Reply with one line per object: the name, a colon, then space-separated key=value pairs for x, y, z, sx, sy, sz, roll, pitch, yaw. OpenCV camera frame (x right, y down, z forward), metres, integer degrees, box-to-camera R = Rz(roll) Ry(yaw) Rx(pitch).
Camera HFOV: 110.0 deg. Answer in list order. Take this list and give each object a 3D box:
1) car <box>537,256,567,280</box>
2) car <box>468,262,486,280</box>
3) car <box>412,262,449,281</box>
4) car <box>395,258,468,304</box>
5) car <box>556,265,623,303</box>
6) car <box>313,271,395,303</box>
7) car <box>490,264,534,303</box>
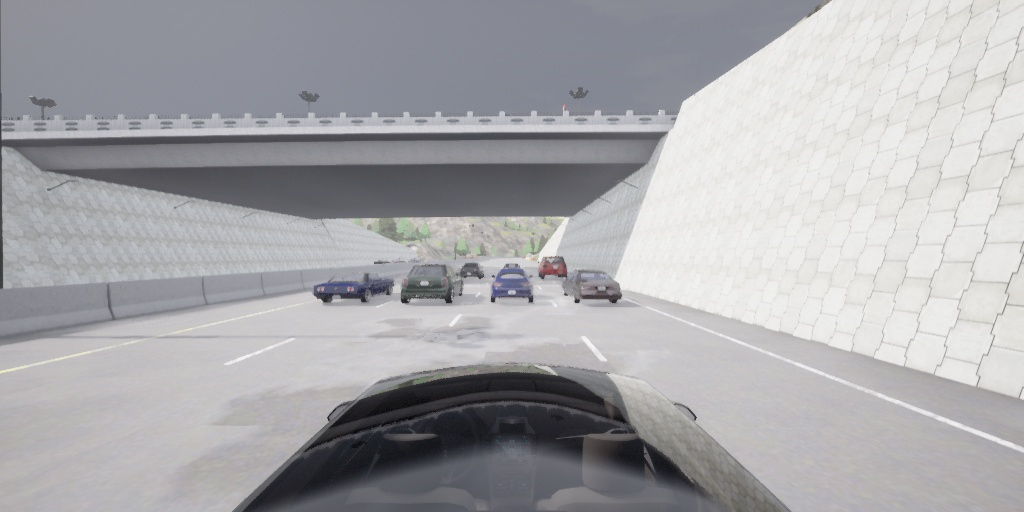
car: x=3.500 y=1.005 z=31.530 sx=2.150 sy=2.045 sz=5.566 roll=0 pitch=0 yaw=0
car: x=-3.500 y=1.280 z=31.500 sx=1.812 sy=1.442 sz=4.674 roll=0 pitch=0 yaw=0
car: x=-7.000 y=1.310 z=31.500 sx=2.033 sy=1.411 sz=5.357 roll=0 pitch=0 yaw=0
car: x=-3.500 y=1.113 z=16.470 sx=2.097 sy=1.767 sz=4.553 roll=0 pitch=0 yaw=0
car: x=3.500 y=1.310 z=16.500 sx=2.033 sy=1.411 sz=5.357 roll=0 pitch=0 yaw=0
car: x=-7.000 y=1.363 z=16.530 sx=1.895 sy=1.301 sz=4.718 roll=0 pitch=0 yaw=0
car: x=0.000 y=1.280 z=16.500 sx=1.812 sy=1.442 sz=4.674 roll=0 pitch=0 yaw=0
